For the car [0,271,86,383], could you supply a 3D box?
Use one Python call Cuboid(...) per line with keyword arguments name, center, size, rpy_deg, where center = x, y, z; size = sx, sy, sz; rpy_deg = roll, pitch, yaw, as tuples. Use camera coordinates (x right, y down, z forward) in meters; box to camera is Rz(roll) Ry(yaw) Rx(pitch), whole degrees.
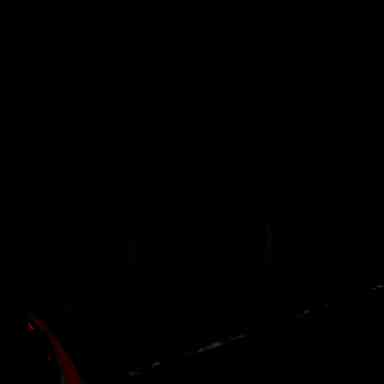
Cuboid(name="car", center=(-2.645, 1.347, 1.219), size=(4.553, 1.767, 2.097), rpy_deg=(0, 0, -36))
